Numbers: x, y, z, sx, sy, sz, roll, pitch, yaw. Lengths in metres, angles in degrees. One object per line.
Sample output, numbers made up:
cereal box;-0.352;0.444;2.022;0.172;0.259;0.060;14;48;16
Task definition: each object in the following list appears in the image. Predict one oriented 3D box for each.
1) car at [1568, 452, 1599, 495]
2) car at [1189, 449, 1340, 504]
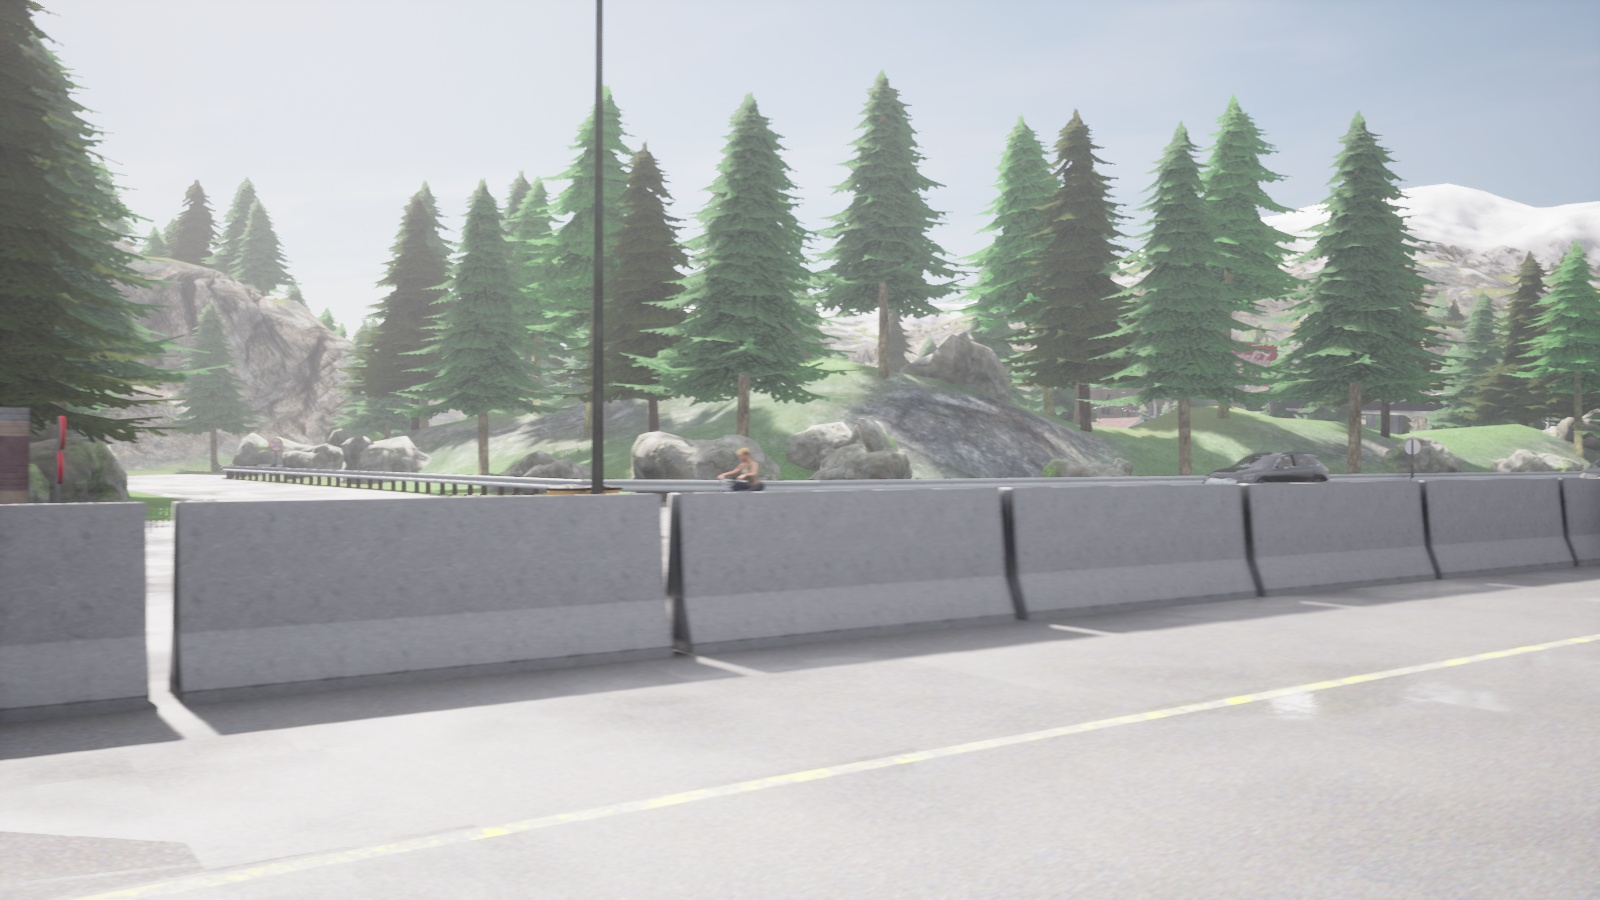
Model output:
car;29.686;0.845;45.543;3.705;1.549;1.789;0;0;-35
car;14.586;0.789;39.359;4.856;1.649;2.033;0;0;-35
